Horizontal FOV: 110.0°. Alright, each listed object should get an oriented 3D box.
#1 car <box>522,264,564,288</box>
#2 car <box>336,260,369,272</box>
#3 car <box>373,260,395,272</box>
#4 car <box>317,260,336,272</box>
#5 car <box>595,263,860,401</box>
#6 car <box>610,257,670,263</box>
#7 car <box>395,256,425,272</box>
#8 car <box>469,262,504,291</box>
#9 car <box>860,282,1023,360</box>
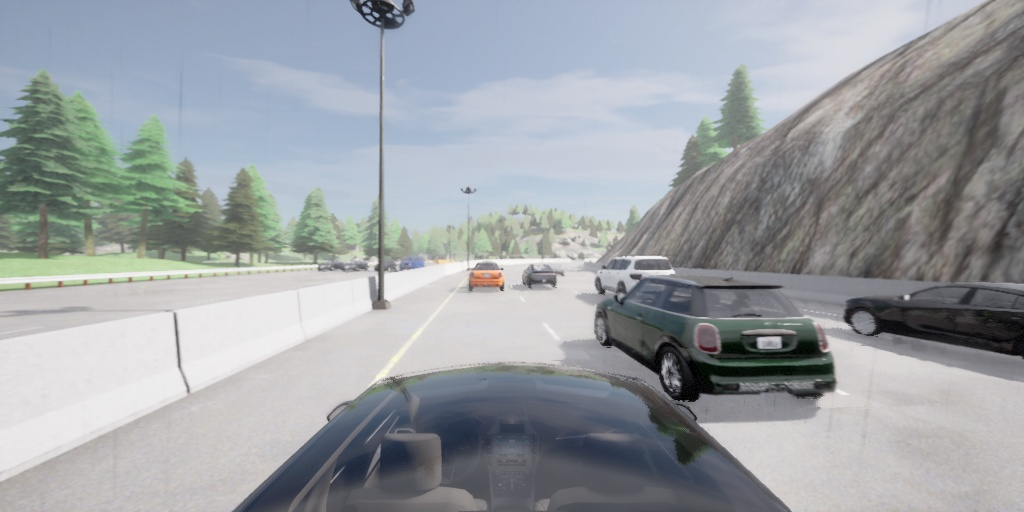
[{"bbox_3d":[1.800,1.322,24.385,2.128,1.511,4.902,0,0,-4],"label":"car"},{"bbox_3d":[-20.341,1.300,46.691,2.128,1.511,4.902,0,0,1],"label":"car"},{"bbox_3d":[-16.830,1.336,47.977,1.837,1.490,4.892,0,-1,1],"label":"car"},{"bbox_3d":[-23.834,1.288,47.529,2.128,1.511,4.902,0,0,1],"label":"car"},{"bbox_3d":[3.127,1.132,6.696,2.097,1.767,4.553,0,0,-4],"label":"car"},{"bbox_3d":[5.826,1.047,17.526,2.150,2.045,5.566,0,0,-4],"label":"car"},{"bbox_3d":[-13.329,1.062,48.022,2.150,2.045,5.566,0,0,1],"label":"car"},{"bbox_3d":[-1.583,1.163,22.670,2.097,1.767,4.553,0,0,-3],"label":"car"},{"bbox_3d":[10.071,1.290,7.682,1.882,1.535,5.008,0,0,-4],"label":"car"}]
